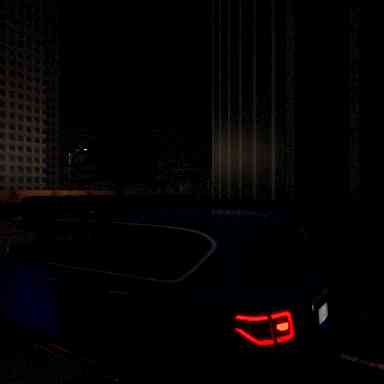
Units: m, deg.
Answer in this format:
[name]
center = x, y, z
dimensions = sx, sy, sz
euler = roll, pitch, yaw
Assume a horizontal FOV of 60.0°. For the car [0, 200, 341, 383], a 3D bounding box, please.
[car]
center = -0.956, 1.222, 4.669
dimensions = 5.566, 2.045, 2.150
euler = 0, 0, 35
